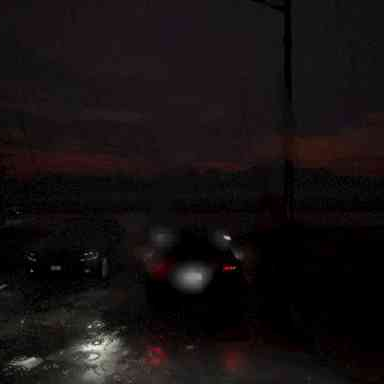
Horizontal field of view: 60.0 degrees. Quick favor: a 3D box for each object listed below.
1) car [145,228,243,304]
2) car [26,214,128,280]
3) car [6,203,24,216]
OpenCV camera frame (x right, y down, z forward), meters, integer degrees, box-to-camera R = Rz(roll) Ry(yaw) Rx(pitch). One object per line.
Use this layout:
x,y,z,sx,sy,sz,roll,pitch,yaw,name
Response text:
0.048,1.586,8.257,1.994,1.385,4.181,0,0,0,car
-3.223,1.505,10.232,1.882,1.535,5.008,0,0,-1,car
-18.621,1.701,31.426,4.718,1.301,1.895,0,5,3,car
